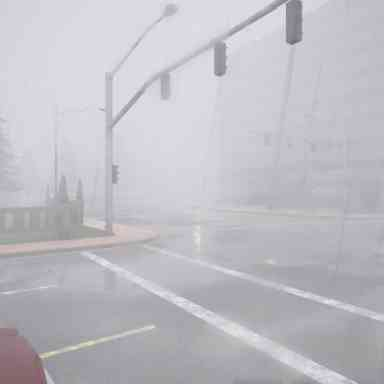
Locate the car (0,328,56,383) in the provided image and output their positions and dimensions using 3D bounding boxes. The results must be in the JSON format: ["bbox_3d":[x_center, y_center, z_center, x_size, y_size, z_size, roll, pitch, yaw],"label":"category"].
[{"bbox_3d":[-3.118,1.601,1.554,4.718,1.301,1.895,0,0,-35],"label":"car"}]
